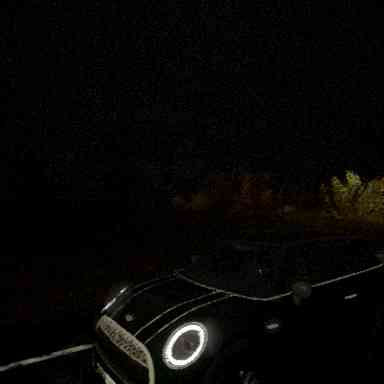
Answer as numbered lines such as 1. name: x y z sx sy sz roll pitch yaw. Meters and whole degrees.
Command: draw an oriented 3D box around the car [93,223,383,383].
1. car: 1.001 1.393 4.730 4.553 1.767 2.097 1 -1 -36
